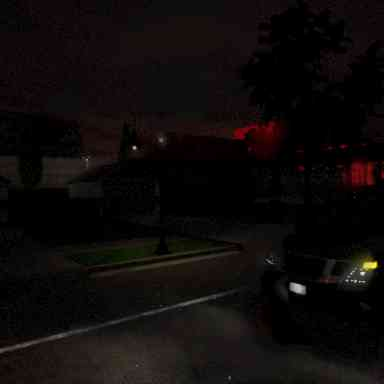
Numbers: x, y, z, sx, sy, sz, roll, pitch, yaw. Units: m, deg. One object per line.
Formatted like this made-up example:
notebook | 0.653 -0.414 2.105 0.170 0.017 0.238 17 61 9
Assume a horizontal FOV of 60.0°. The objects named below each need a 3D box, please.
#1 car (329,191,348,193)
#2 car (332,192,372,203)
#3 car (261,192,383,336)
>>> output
car | 19.892 0.621 43.789 2.097 1.767 4.553 -1 1 -34
car | 22.285 0.711 46.526 1.837 1.490 4.892 -1 1 -33
car | 3.889 1.102 6.713 5.566 2.045 2.150 -1 0 -35
